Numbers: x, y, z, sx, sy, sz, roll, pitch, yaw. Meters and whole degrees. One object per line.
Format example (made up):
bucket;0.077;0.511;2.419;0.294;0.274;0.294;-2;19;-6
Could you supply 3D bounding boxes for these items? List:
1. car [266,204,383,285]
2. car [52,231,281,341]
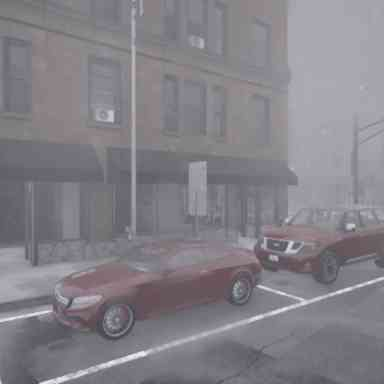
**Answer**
car;4.060;1.307;9.648;5.009;1.841;2.192;0;0;-35
car;-0.441;1.579;6.447;4.206;1.307;1.802;0;0;-35
